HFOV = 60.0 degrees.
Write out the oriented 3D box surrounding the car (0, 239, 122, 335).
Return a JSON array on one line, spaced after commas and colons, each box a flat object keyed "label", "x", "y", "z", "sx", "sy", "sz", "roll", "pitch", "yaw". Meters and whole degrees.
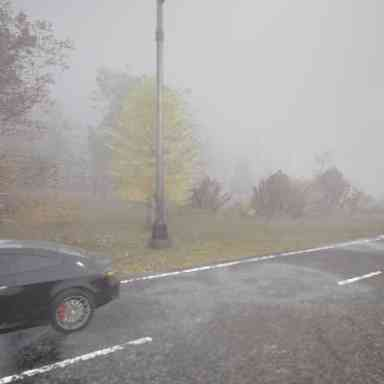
[{"label": "car", "x": -3.438, "y": 1.527, "z": 5.223, "sx": 4.674, "sy": 1.442, "sz": 1.812, "roll": 0, "pitch": 0, "yaw": -36}]
